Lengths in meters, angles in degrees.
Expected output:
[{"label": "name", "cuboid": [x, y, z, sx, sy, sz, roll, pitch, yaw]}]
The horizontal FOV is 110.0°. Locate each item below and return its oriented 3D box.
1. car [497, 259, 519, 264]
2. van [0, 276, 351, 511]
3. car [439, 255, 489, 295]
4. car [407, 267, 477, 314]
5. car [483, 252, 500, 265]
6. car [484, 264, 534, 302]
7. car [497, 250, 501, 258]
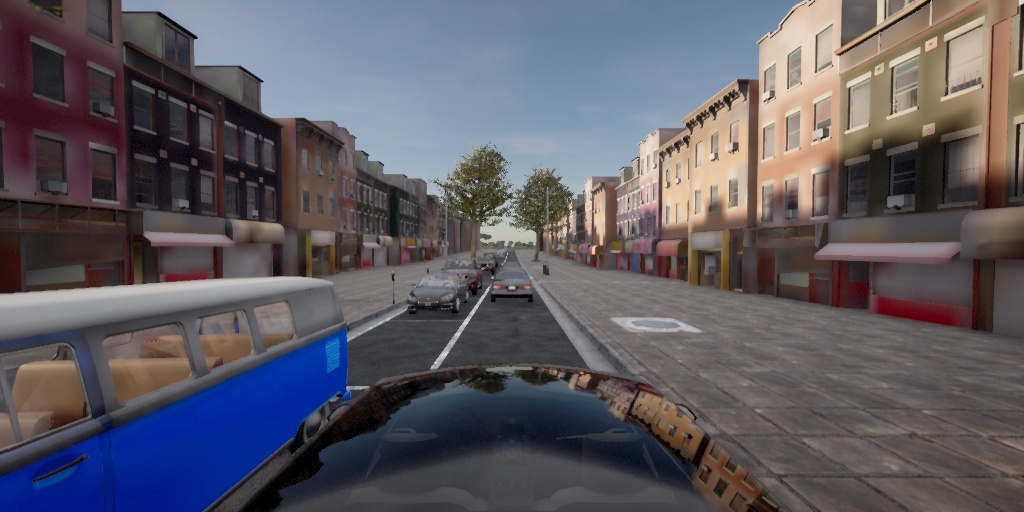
[{"label": "car", "cuboid": [0.001, 1.130, 31.497, 1.994, 1.385, 4.181, 0, 1, 0]}, {"label": "van", "cuboid": [-2.639, 1.088, 2.391, 1.690, 1.789, 3.998, 0, 0, 0]}, {"label": "car", "cuboid": [-2.638, 1.008, 19.030, 2.192, 1.841, 5.009, 0, 0, 0]}, {"label": "car", "cuboid": [-2.639, 1.275, 13.476, 2.007, 1.370, 4.403, 0, 0, 0]}, {"label": "car", "cuboid": [-2.638, 0.806, 35.673, 2.192, 1.841, 5.009, 0, 0, 0]}, {"label": "car", "cuboid": [0.001, 1.273, 16.501, 2.033, 1.411, 5.357, 0, 0, 0]}, {"label": "car", "cuboid": [-2.980, 0.431, 49.655, 2.150, 2.045, 5.566, 0, 1, 0]}]
